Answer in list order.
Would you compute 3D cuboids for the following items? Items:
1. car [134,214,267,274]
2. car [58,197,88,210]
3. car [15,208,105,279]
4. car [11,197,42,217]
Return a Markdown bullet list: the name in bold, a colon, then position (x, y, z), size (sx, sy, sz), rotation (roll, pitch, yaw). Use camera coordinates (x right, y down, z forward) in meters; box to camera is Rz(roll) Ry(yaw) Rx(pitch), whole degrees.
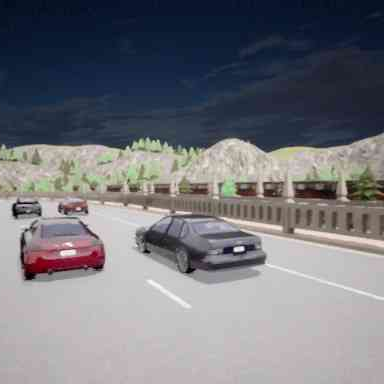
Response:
- **car**: position (-0.101, 1.367, 10.053), size (2.033, 1.411, 5.357), rotation (-1, 1, -29)
- **car**: position (-10.040, 1.118, 27.964), size (1.812, 1.442, 4.674), rotation (-1, 1, -30)
- **car**: position (-3.970, 1.420, 9.831), size (1.994, 1.385, 4.181), rotation (-1, 1, -29)
- **car**: position (-12.991, 1.142, 26.085), size (2.128, 1.511, 4.902), rotation (-1, 1, -30)
